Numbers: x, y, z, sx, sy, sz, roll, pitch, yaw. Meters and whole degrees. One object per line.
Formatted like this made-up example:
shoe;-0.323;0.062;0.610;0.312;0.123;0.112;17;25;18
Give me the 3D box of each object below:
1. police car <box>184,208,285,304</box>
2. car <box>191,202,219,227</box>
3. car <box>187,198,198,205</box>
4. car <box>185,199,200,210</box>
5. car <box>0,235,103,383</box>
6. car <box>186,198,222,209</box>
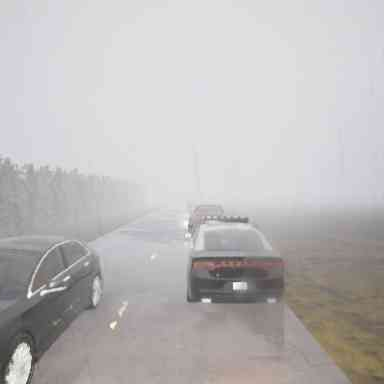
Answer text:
police car;0.839;1.433;8.367;1.930;1.638;5.238;0;0;0
car;0.868;1.553;24.259;1.837;1.490;4.892;0;0;0
car;0.113;1.803;63.329;1.994;1.385;4.181;0;0;0
car;0.109;1.693;45.981;2.033;1.411;5.357;0;0;1
car;-2.741;1.507;5.025;1.837;1.490;4.892;0;0;0
car;0.856;1.380;18.229;2.097;1.767;4.553;0;0;0
